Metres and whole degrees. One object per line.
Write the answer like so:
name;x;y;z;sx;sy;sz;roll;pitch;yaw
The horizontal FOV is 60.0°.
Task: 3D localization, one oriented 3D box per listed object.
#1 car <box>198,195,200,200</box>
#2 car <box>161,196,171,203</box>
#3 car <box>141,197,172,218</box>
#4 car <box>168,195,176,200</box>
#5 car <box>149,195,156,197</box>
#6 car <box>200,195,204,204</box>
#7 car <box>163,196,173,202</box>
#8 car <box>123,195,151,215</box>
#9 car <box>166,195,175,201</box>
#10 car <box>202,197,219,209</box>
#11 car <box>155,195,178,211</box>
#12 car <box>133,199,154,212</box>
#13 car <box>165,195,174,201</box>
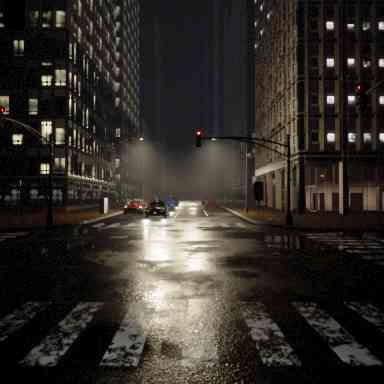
car;2.667;1.590;61.729;1.947;1.339;4.313;1;0;0
car;-5.719;1.574;72.804;1.887;1.381;4.507;1;0;0
car;-3.117;1.516;30.362;1.837;1.490;4.892;0;0;0
car;-5.733;1.605;95.105;1.947;1.339;4.313;1;0;0
car;-5.698;1.333;44.929;2.192;1.841;5.009;1;0;0
car;2.672;1.548;56.322;1.752;1.417;4.829;1;0;0
car;-5.723;1.582;78.380;2.008;1.369;4.403;1;0;0
car;-5.694;1.453;33.779;1.967;1.590;4.097;1;0;0
car;-5.729;1.587;89.530;2.008;1.369;4.403;1;0;0
car;2.676;1.599;44.996;1.802;1.307;4.206;1;0;0
car;-3.120;1.493;40.796;1.882;1.535;5.008;0;0;0
car;-5.700;1.597;39.354;1.802;1.307;4.206;1;0;0
car;-5.726;1.579;83.955;1.887;1.381;4.507;1;0;0
